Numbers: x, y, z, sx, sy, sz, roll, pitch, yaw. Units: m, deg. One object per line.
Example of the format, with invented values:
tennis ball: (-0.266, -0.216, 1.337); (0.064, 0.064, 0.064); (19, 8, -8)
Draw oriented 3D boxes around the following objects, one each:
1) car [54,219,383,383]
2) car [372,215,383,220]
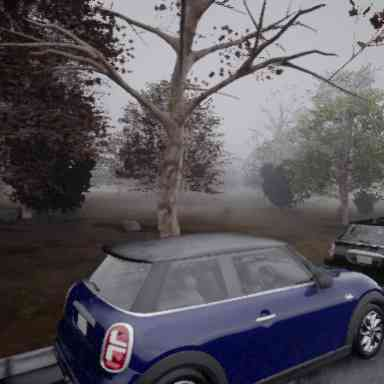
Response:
car: (0.667, 1.358, 4.537); (4.553, 1.767, 2.185); (0, 0, -33)
car: (5.201, 1.365, 7.774); (4.553, 1.767, 2.185); (0, 0, -33)
